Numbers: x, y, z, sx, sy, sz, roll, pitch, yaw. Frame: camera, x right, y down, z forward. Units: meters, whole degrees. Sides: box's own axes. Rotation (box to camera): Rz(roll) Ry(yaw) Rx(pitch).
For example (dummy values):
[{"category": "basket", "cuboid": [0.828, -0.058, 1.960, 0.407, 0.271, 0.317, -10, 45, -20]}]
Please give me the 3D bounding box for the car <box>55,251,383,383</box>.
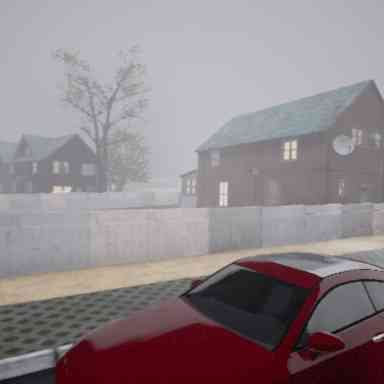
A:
[{"category": "car", "cuboid": [1.000, 1.464, 3.601, 4.674, 1.442, 1.812, 0, 1, -32]}]
